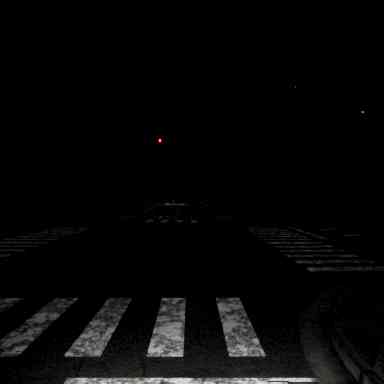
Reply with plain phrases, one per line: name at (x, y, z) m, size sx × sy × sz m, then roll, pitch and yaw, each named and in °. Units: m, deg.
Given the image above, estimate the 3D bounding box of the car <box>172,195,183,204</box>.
car at (-2.932, 1.498, 69.321) m, size 2.097 × 1.767 × 4.553 m, roll 0°, pitch 0°, yaw 0°
